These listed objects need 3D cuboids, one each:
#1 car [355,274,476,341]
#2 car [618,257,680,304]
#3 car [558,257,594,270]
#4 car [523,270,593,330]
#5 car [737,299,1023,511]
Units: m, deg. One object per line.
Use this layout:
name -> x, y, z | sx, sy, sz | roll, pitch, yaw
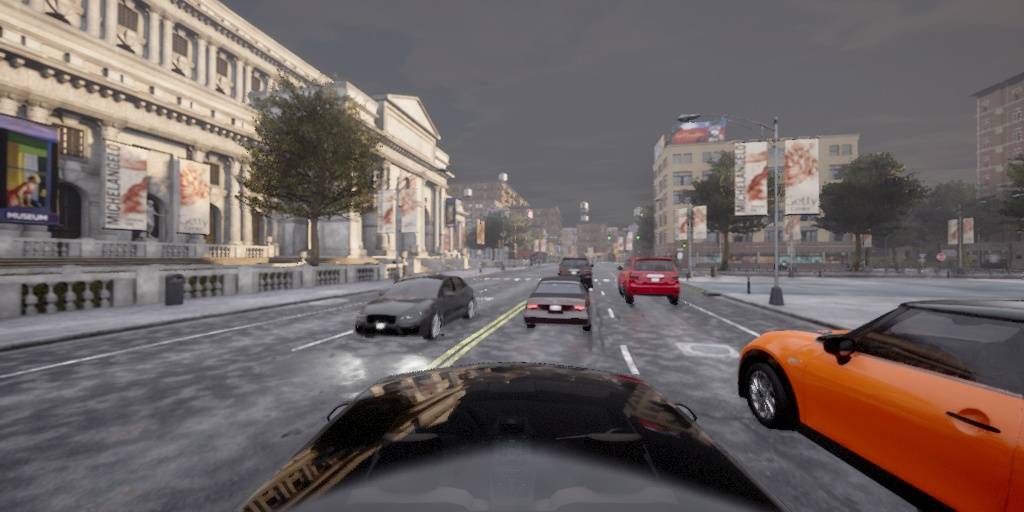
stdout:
car -> -2.441, 1.303, 10.290 | 1.837, 1.490, 4.892 | 0, 0, 11
car -> 6.386, 1.071, 17.179 | 2.150, 2.045, 5.566 | 0, 0, 12
car -> 4.299, 1.111, 24.149 | 2.150, 2.045, 5.566 | 0, 0, 12
car -> 1.575, 1.358, 11.443 | 2.033, 1.411, 5.357 | 0, 0, 11
car -> 3.907, 1.112, 2.762 | 2.097, 1.767, 4.553 | 0, 0, 2
